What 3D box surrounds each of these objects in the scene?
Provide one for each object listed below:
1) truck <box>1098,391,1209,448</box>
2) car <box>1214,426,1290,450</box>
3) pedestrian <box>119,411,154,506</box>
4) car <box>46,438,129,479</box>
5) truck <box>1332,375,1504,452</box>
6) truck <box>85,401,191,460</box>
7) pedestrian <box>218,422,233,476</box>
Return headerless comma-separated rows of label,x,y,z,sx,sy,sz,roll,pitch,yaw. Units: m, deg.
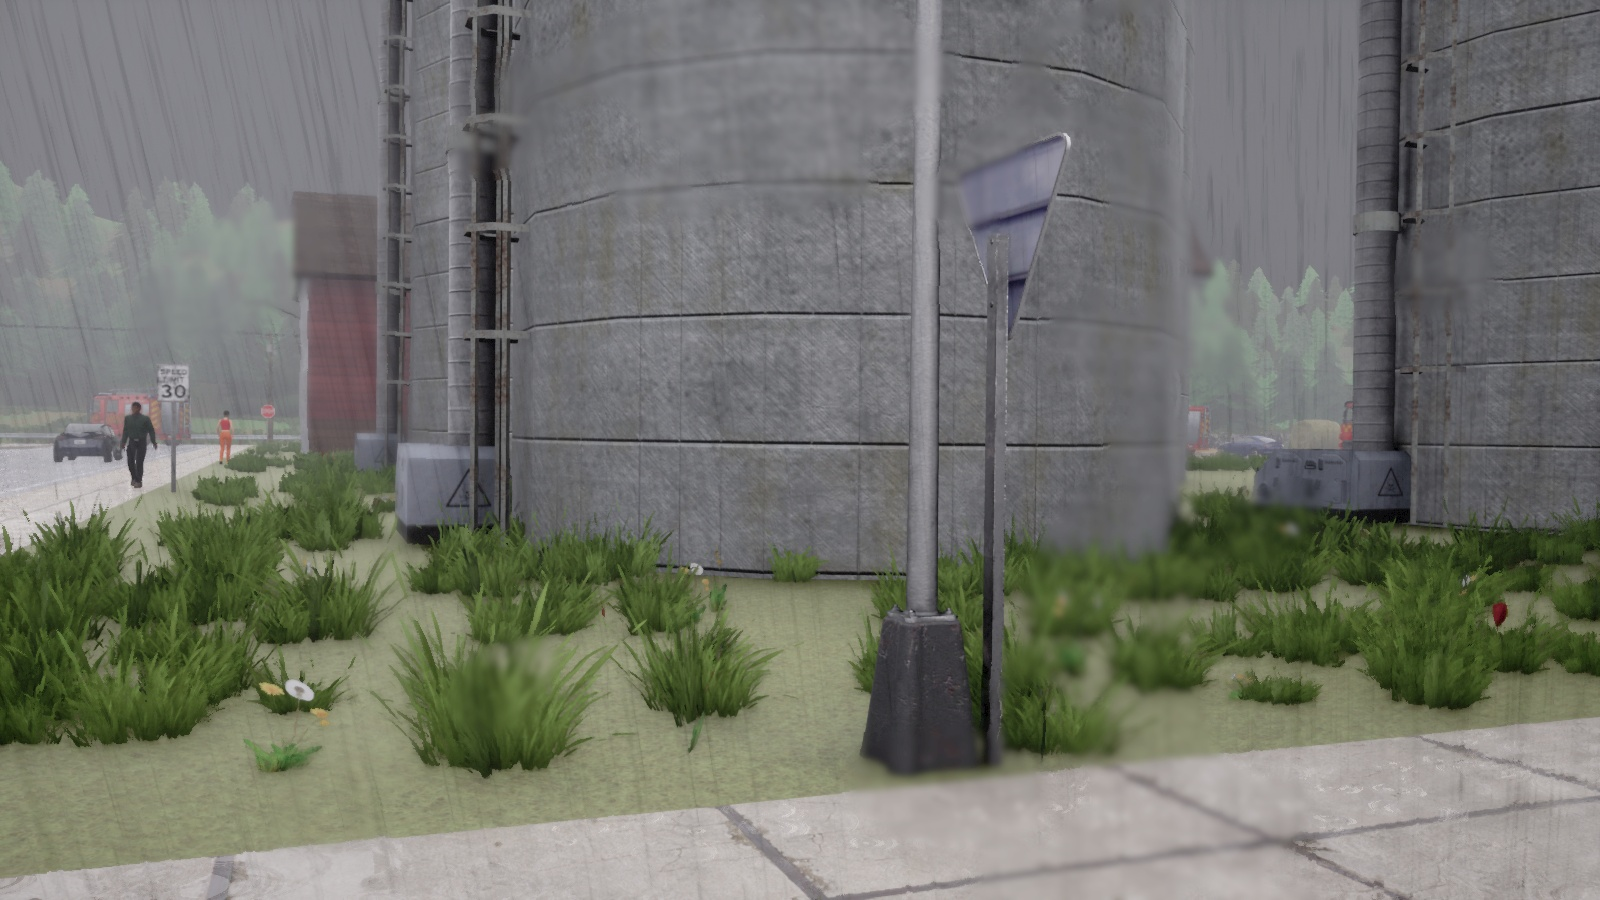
truck,24.537,-2.088,87.621,2.891,3.827,8.468,-1,1,-22
car,28.201,-0.784,78.468,1.812,1.442,4.674,-1,1,-21
pedestrian,-13.906,0.175,26.321,0.423,1.949,0.788,-1,1,-13
car,-27.903,0.297,49.338,2.163,1.488,4.792,-1,1,-22
truck,32.733,-1.859,67.038,2.891,3.827,8.468,0,1,-22
truck,-45.051,-1.270,85.319,8.468,3.827,2.891,0,1,36
pedestrian,-19.522,-0.032,42.666,0.345,1.836,0.594,-1,1,-16
